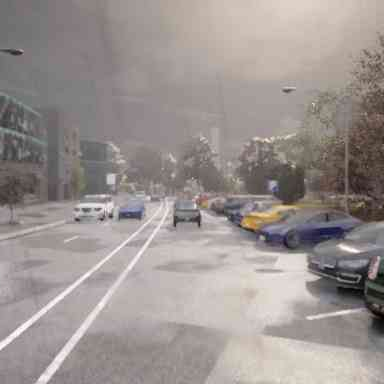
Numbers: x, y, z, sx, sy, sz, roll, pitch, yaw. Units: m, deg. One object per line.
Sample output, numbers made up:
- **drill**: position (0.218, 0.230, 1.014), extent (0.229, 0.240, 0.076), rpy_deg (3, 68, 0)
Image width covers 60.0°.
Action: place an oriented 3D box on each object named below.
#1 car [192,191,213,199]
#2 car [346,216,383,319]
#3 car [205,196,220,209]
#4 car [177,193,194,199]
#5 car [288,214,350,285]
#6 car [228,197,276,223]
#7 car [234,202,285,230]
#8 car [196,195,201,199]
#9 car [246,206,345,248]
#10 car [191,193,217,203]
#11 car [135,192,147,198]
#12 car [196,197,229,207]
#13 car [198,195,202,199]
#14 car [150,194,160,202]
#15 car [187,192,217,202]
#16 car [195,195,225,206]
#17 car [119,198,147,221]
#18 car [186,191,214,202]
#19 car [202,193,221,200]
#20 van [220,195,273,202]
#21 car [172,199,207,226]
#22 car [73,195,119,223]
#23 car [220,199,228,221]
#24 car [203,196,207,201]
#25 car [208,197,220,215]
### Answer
- **car**: position (3.480, 1.269, 50.112), extent (5.566, 2.045, 2.435), rpy_deg (1, 0, -24)
- **car**: position (5.248, 1.356, 5.561), extent (4.553, 1.767, 2.185), rpy_deg (1, 0, -21)
- **car**: position (4.347, 1.514, 35.265), extent (5.008, 1.535, 2.097), rpy_deg (1, 0, -23)
- **car**: position (-1.243, 1.398, 41.398), extent (2.097, 1.767, 4.553), rpy_deg (0, 0, -3)
- **car**: position (5.249, 1.483, 8.535), extent (4.892, 1.521, 2.231), rpy_deg (1, 0, -21)
- **car**: position (4.934, 1.361, 20.414), extent (4.553, 1.767, 2.185), rpy_deg (1, 0, -22)
- **car**: position (5.045, 1.484, 17.452), extent (5.008, 1.535, 2.097), rpy_deg (1, 0, -22)
- **car**: position (3.666, 1.532, 47.127), extent (4.892, 1.521, 2.231), rpy_deg (1, 1, -24)
- **car**: position (5.097, 1.512, 14.469), extent (4.792, 1.488, 2.163), rpy_deg (1, 0, -21)
- **car**: position (2.280, 1.187, 64.929), extent (4.553, 1.767, 2.185), rpy_deg (0, 2, -25)
- **car**: position (-10.350, 0.971, 67.666), extent (2.150, 2.045, 5.566), rpy_deg (0, 1, -5)
- **car**: position (3.261, 1.529, 53.080), extent (4.792, 1.488, 2.163), rpy_deg (0, 0, -25)
- **car**: position (3.844, 1.532, 44.163), extent (5.008, 1.535, 2.097), rpy_deg (1, 0, -24)
- **car**: position (-7.609, 1.206, 68.410), extent (1.882, 1.535, 5.008), rpy_deg (0, 2, -5)
- **car**: position (1.953, 0.993, 67.854), extent (5.566, 2.045, 2.435), rpy_deg (0, 2, -26)
- **car**: position (2.982, 1.342, 56.016), extent (4.553, 1.767, 2.185), rpy_deg (0, 1, -25)
- **car**: position (-4.891, 1.499, 27.544), extent (1.882, 1.535, 5.008), rpy_deg (0, 0, -2)
- **car**: position (1.714, 0.925, 70.846), extent (5.566, 2.045, 2.435), rpy_deg (0, 1, -26)
- **car**: position (4.059, 1.401, 41.204), extent (4.553, 1.767, 2.185), rpy_deg (1, 0, -23)
- **van**: position (4.866, 1.272, 26.410), extent (4.442, 1.987, 1.878), rpy_deg (1, 0, -22)
- **car**: position (-0.377, 1.500, 23.241), extent (2.128, 1.511, 4.902), rpy_deg (0, 0, -2)
- **car**: position (-7.646, 1.244, 26.476), extent (2.150, 2.045, 5.566), rpy_deg (0, 0, -2)
- **car**: position (4.875, 1.491, 23.387), extent (5.008, 1.535, 2.097), rpy_deg (1, 0, -22)
- **car**: position (4.368, 1.520, 38.305), extent (5.366, 1.575, 1.946), rpy_deg (1, 0, -23)
- **car**: position (4.509, 1.508, 32.291), extent (5.008, 1.535, 2.097), rpy_deg (1, 0, -23)
